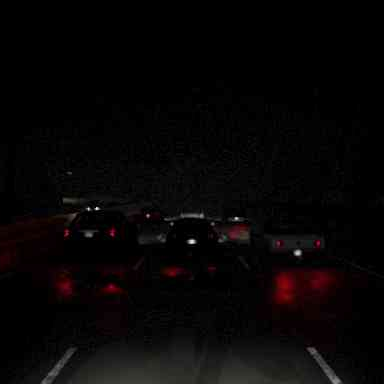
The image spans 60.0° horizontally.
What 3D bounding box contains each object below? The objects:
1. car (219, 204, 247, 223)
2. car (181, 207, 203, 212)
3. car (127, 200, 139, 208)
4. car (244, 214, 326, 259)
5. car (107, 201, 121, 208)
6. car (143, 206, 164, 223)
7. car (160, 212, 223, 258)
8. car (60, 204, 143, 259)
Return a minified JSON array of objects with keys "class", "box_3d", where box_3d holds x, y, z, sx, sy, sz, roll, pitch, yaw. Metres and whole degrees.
[{"class":"car","box_3d":[3.513,1.825,28.479,1.837,1.490,4.892,0,0,0]},{"class":"car","box_3d":[0.009,1.916,28.217,1.895,1.301,4.718,0,-1,0]},{"class":"car","box_3d":[-11.230,2.253,63.553,2.033,1.411,5.357,0,-1,-6]},{"class":"car","box_3d":[3.511,1.749,13.225,1.895,1.301,4.718,0,-1,0]},{"class":"car","box_3d":[-14.661,2.298,62.738,1.895,1.301,4.718,0,-1,-6]},{"class":"car","box_3d":[-3.490,1.882,28.497,1.994,1.385,4.181,0,-1,0]},{"class":"car","box_3d":[0.014,1.716,13.531,1.994,1.385,4.181,0,-1,0]},{"class":"car","box_3d":[-3.486,1.501,13.396,2.097,1.767,4.553,0,-1,0]}]
